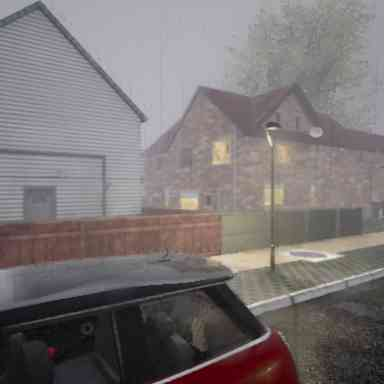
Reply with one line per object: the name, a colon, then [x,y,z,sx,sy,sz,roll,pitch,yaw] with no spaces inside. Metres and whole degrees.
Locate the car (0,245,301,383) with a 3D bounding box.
car: [-1.371,1.352,2.080,4.553,1.767,2.097,0,0,-35]
